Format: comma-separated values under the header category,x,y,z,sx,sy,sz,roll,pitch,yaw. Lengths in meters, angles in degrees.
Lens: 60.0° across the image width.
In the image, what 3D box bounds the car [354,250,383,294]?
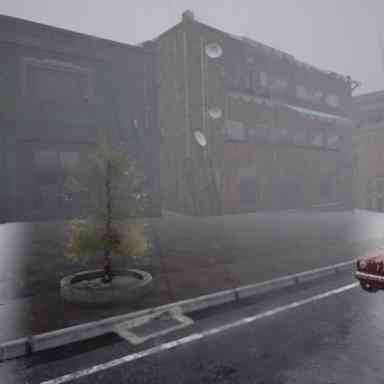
category,x,y,z,sx,sy,sz,roll,pitch,yaw
car,5.777,1.654,7.864,4.718,1.301,1.895,1,-1,-38
